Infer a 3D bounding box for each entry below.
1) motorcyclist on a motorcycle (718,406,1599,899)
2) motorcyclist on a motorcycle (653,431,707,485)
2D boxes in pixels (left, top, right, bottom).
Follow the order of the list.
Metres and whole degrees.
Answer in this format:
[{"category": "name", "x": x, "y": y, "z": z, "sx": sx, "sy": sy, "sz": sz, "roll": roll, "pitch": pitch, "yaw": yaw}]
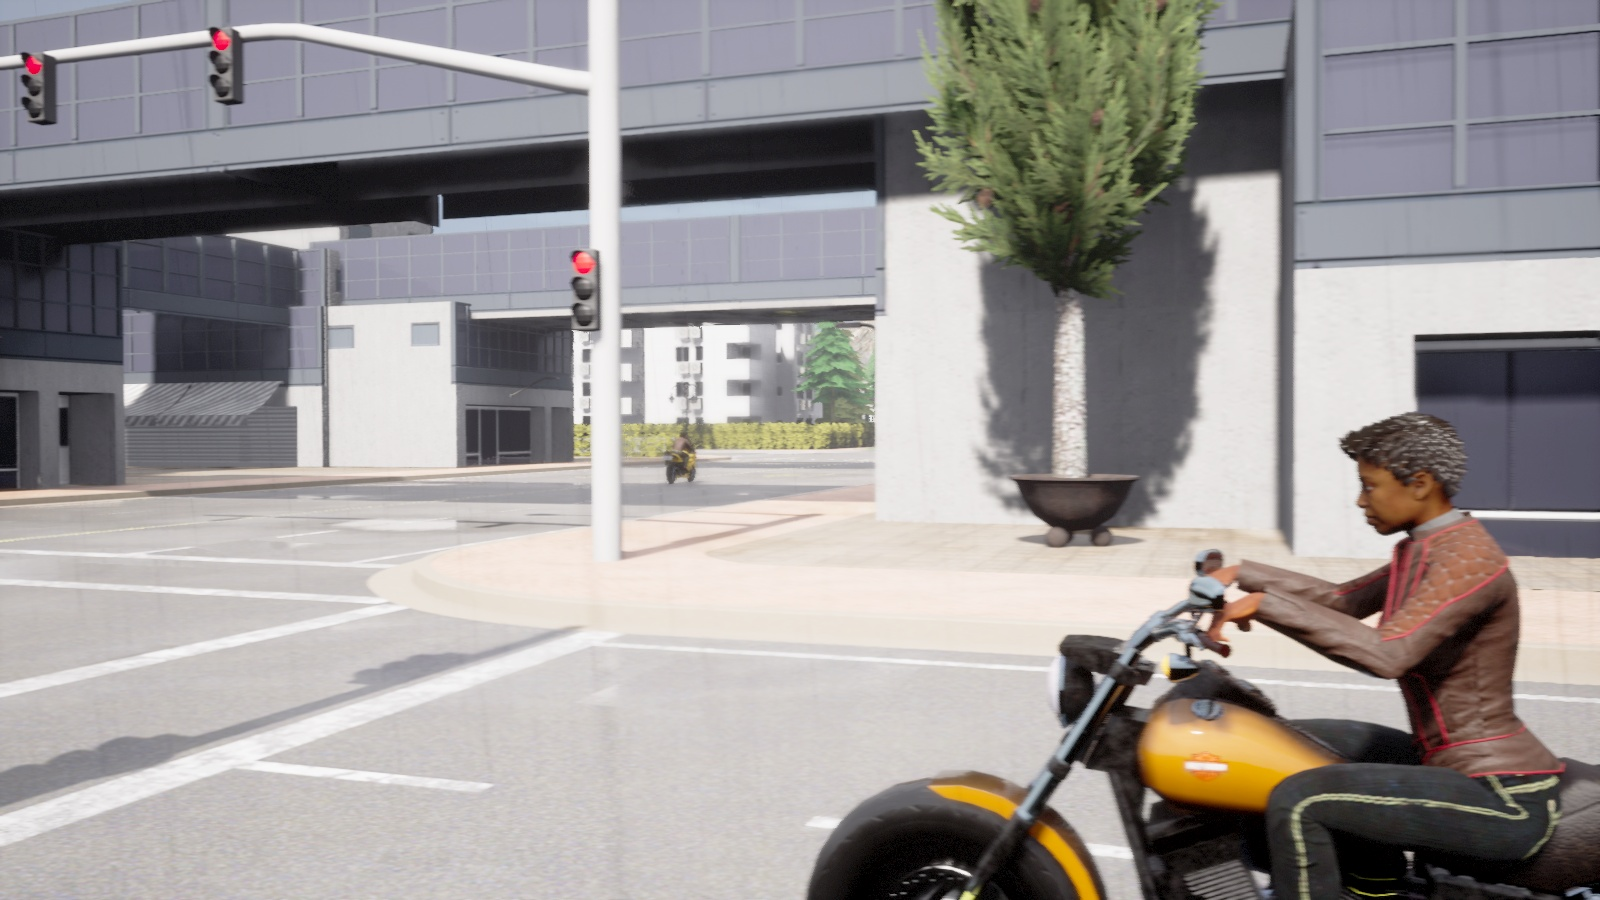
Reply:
[{"category": "motorcyclist on a motorcycle", "x": 1.049, "y": 0.735, "z": 2.840, "sx": 2.350, "sy": 1.649, "sz": 0.766, "roll": 0, "pitch": 1, "yaw": 19}, {"category": "motorcyclist on a motorcycle", "x": -3.485, "y": 0.206, "z": 36.716, "sx": 0.797, "sy": 1.523, "sz": 2.044, "roll": 1, "pitch": 1, "yaw": 19}]
